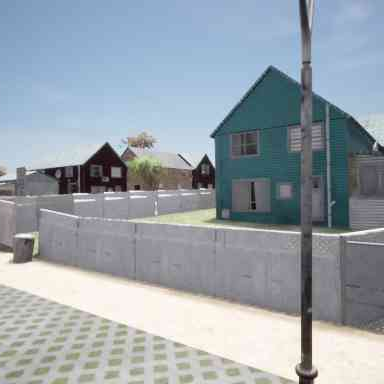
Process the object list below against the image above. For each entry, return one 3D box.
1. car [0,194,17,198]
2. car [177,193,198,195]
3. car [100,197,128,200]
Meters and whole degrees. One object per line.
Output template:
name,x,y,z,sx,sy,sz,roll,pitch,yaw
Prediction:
car,-12.737,1.067,21.437,2.097,1.767,4.553,-1,1,37
car,-0.992,0.522,37.940,2.097,1.767,4.553,-1,1,36
car,-6.861,0.947,29.636,1.837,1.490,4.892,-1,1,35
